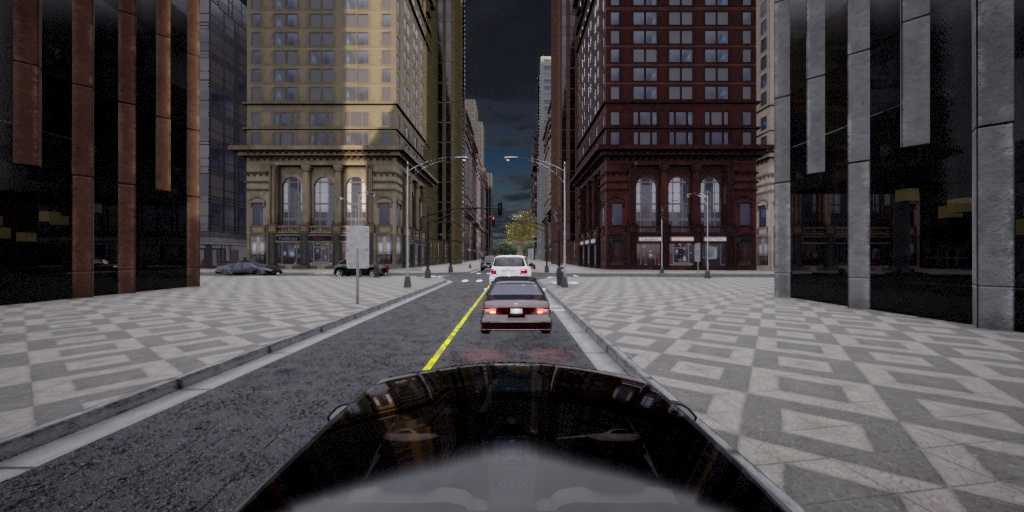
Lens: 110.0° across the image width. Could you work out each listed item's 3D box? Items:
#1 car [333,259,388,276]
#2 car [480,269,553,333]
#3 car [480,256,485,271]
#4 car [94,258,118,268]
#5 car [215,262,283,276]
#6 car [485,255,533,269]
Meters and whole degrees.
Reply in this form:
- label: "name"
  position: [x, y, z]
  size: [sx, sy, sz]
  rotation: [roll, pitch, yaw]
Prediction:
- label: "car"
  position: [-13.986, 1.053, 33.370]
  size: [4.553, 1.767, 2.097]
  rotation: [0, 0, 0]
- label: "car"
  position: [0.092, 1.297, 10.638]
  size: [2.033, 1.411, 5.357]
  rotation: [0, 0, 0]
- label: "car"
  position: [-3.124, 0.970, 49.514]
  size: [2.150, 2.045, 5.566]
  rotation: [0, 0, -1]
- label: "car"
  position: [-37.786, 0.994, 33.388]
  size: [4.553, 1.767, 2.097]
  rotation: [0, 0, 1]
- label: "car"
  position: [-24.442, 1.218, 33.372]
  size: [5.357, 1.411, 2.033]
  rotation: [0, 0, 0]
- label: "car"
  position: [0.019, 0.971, 20.883]
  size: [2.150, 2.045, 5.566]
  rotation: [0, 0, 4]
